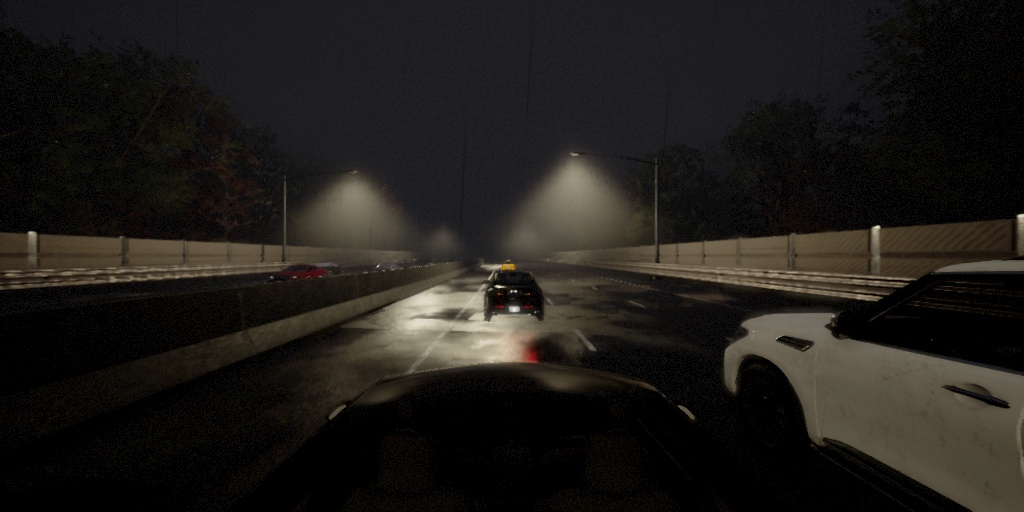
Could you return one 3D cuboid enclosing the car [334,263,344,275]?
[{"bbox_3d":[-17.920,1.325,34.547,1.994,1.385,4.181,0,0,-1],"label":"car"}]

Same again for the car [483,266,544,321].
[{"bbox_3d":[0.053,1.259,12.561,1.837,1.490,4.892,0,0,0],"label":"car"}]

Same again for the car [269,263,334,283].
[{"bbox_3d":[-14.260,1.285,24.290,1.812,1.442,4.674,0,0,-1],"label":"car"}]

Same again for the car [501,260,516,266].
[{"bbox_3d":[-0.432,1.222,44.235,1.801,1.575,5.366,0,0,-1],"label":"car"}]

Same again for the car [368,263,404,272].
[{"bbox_3d":[-10.862,1.308,31.263,2.033,1.411,5.357,0,0,-1],"label":"car"}]

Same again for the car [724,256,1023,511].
[{"bbox_3d":[3.593,0.971,1.878,2.150,2.045,5.566,0,0,0],"label":"car"}]
